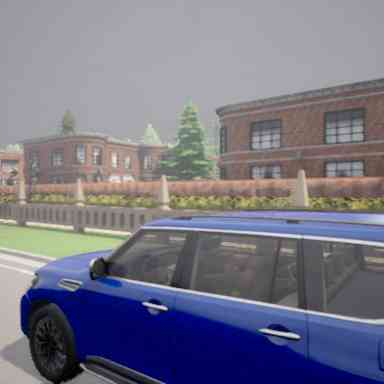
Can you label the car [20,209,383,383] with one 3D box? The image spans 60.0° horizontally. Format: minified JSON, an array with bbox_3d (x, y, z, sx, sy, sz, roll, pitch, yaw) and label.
[{"bbox_3d":[0.358,1.219,3.737,5.566,2.045,2.150,0,0,36],"label":"car"}]
